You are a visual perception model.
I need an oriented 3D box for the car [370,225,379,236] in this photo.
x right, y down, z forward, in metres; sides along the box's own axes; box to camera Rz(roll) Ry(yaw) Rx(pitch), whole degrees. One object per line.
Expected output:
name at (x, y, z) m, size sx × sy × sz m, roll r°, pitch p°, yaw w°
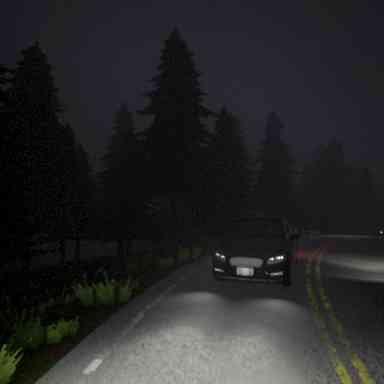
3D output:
car at (16.487, 3.022, 26.713) m, size 4.718 × 1.301 × 1.895 m, roll 7°, pitch -7°, yaw -30°

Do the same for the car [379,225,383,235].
car at (4.748, 1.380, 4.975) m, size 1.801 × 1.575 × 5.366 m, roll -1°, pitch 0°, yaw 13°

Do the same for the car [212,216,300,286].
car at (1.965, 1.469, 9.443) m, size 2.128 × 1.511 × 4.902 m, roll -1°, pitch -1°, yaw 20°
